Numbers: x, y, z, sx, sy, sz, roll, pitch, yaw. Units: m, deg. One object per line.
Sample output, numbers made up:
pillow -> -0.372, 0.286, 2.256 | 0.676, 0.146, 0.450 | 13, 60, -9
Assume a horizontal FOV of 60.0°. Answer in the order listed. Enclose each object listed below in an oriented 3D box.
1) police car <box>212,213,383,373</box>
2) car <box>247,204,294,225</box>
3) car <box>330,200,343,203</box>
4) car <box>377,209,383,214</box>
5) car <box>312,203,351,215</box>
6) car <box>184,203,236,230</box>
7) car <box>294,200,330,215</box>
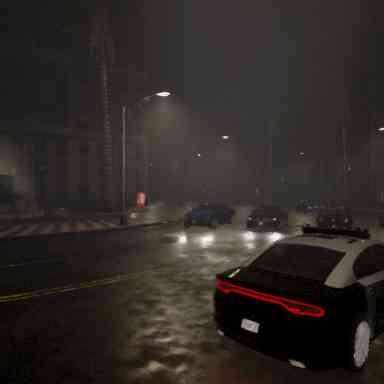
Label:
police car -> 2.578, 1.422, 5.874 | 5.238, 1.638, 1.930 | 0, 1, -44
car -> 4.860, 1.511, 20.710 | 1.812, 1.442, 4.674 | 0, 0, 26
car -> 15.362, 1.543, 36.303 | 1.994, 1.385, 4.181 | 0, 0, 0
car -> 11.934, 1.483, 19.124 | 2.128, 1.511, 4.902 | 0, 0, 23
car -> 8.669, 1.589, 20.300 | 1.895, 1.301, 4.718 | 0, 0, 24
car -> 1.246, 1.460, 21.302 | 1.882, 1.535, 5.008 | 0, 0, 27
car -> 11.853, 1.526, 33.988 | 2.033, 1.411, 5.357 | 0, 0, 3
